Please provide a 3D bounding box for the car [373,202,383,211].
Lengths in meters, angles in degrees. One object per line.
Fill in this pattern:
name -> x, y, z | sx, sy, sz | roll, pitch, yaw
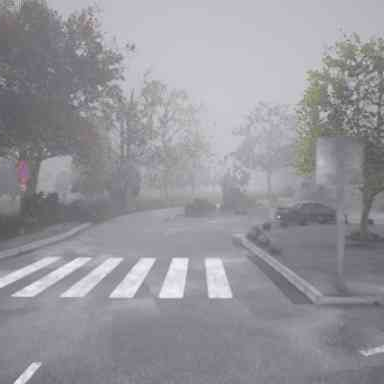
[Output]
car -> 21.028, 1.307, 34.109 | 2.163, 1.488, 4.792 | 0, 0, -21

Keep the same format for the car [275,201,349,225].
car -> 8.014, 1.364, 22.195 | 4.892, 1.490, 1.837 | 0, -2, -14
